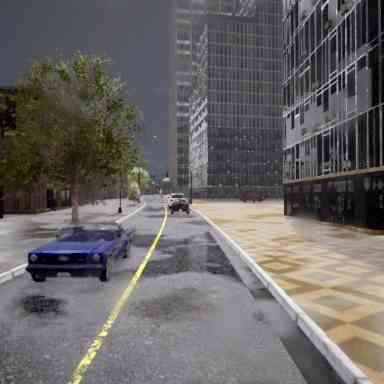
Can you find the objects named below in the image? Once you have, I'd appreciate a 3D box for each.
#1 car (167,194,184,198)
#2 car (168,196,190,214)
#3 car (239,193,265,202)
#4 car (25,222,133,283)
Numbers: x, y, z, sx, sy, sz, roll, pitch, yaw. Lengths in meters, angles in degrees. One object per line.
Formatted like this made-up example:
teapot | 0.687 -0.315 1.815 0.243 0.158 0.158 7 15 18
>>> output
car | -2.082 1.230 44.955 2.150 2.045 5.566 0 0 -6
car | -1.277 1.513 34.966 1.837 1.490 4.892 0 0 -4
car | 11.931 1.211 66.543 5.009 1.841 2.192 0 -1 13
car | -3.007 1.603 9.869 1.895 1.301 4.718 0 0 -1
